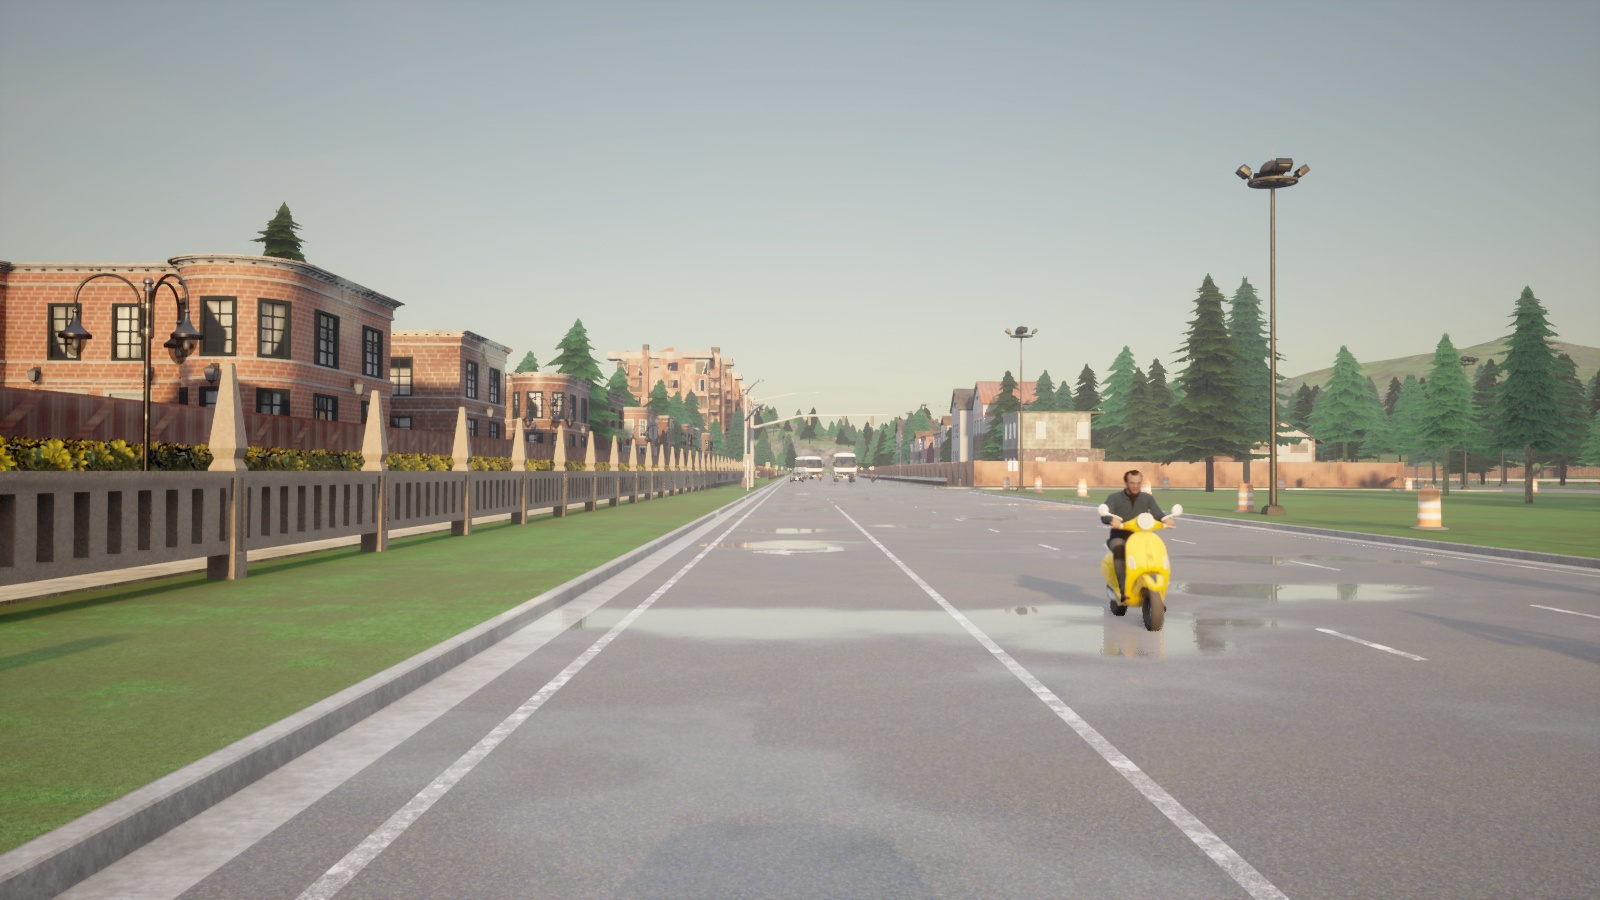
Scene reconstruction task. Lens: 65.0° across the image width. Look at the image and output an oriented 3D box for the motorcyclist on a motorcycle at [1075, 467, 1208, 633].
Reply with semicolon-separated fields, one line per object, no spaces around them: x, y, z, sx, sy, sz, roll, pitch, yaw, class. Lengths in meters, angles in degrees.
3.470;0.971;12.941;0.866;1.590;1.817;0;-1;0;motorcyclist on a motorcycle
